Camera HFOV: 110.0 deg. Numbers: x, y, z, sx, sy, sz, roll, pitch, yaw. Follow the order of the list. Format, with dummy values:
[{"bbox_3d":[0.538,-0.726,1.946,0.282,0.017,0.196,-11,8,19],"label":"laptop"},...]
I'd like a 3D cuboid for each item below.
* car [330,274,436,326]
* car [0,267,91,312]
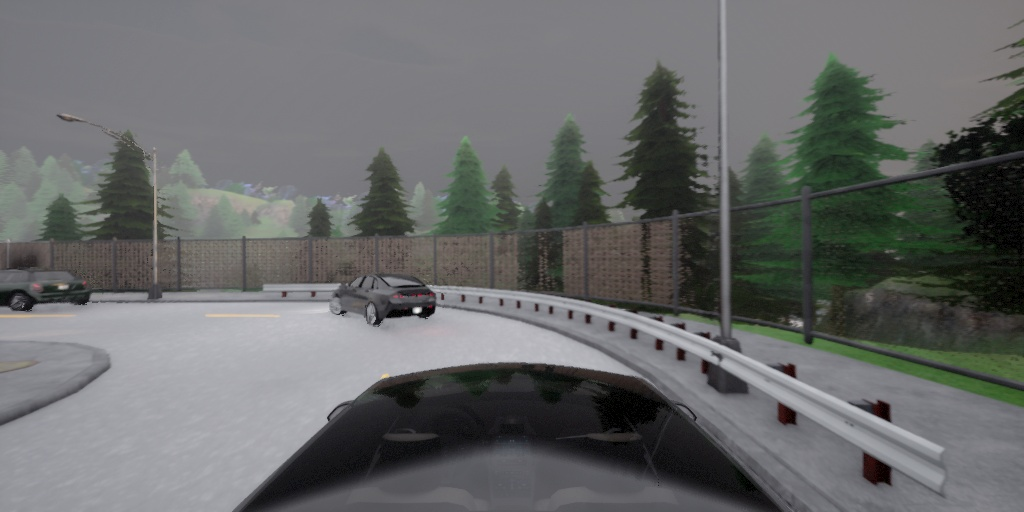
[{"bbox_3d":[-4.445,1.326,12.101,4.892,1.490,1.837,0,-1,45],"label":"car"},{"bbox_3d":[-20.961,1.349,15.193,4.553,1.767,2.097,-1,0,3],"label":"car"}]
